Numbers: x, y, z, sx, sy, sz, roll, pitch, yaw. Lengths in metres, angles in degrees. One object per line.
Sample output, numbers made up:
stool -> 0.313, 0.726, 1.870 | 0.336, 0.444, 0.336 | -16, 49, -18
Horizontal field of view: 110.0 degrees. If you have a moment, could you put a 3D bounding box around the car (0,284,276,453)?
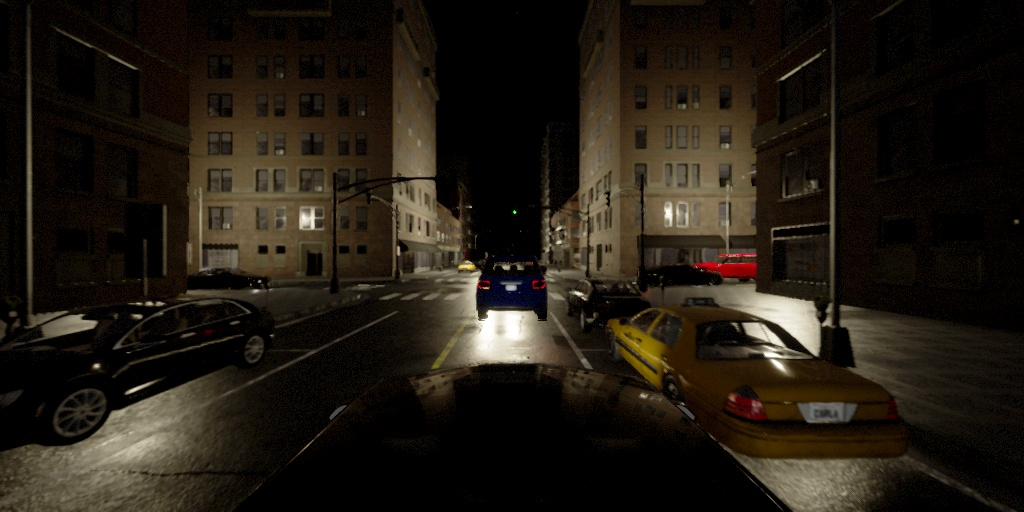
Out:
car -> -5.392, 1.302, 5.143 | 2.007, 1.370, 4.403 | 0, 0, 0

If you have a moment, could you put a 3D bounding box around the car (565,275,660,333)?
car -> 2.635, 1.303, 10.555 | 2.007, 1.370, 4.403 | 0, 0, 0

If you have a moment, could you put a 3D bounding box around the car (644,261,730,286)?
car -> 10.336, 1.214, 21.955 | 4.674, 1.442, 1.812 | 0, 0, -4

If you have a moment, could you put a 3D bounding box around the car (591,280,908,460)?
car -> 2.643, 1.276, 5.319 | 1.751, 1.417, 4.829 | 0, 0, 0

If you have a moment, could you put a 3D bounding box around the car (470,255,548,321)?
car -> 0.063, 0.975, 12.683 | 2.150, 2.045, 5.566 | 0, 0, 2

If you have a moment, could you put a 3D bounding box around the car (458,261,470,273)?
car -> -5.410, 1.286, 42.937 | 1.751, 1.417, 4.829 | 0, 0, 0

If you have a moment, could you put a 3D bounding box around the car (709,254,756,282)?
car -> 15.320, 0.883, 25.205 | 5.566, 2.045, 2.150 | 0, 0, 0

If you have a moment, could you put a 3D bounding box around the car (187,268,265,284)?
car -> -17.602, 1.411, 22.184 | 4.181, 1.385, 1.994 | 0, 0, 0
